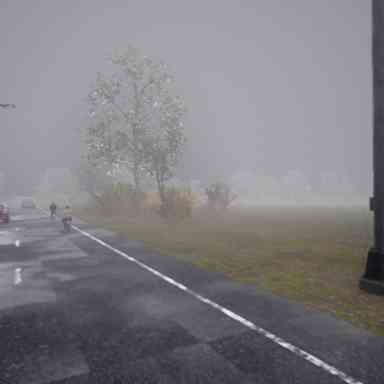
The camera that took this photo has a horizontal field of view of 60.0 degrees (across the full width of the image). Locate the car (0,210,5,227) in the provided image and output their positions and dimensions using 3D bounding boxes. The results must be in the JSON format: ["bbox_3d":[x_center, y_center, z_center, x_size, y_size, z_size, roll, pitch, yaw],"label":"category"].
[{"bbox_3d":[-8.231,1.659,12.155,2.128,1.511,4.902,0,0,-28],"label":"car"}]

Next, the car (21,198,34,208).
[{"bbox_3d":[-32.895,2.155,66.372,2.097,1.767,4.553,0,0,-28],"label":"car"}]

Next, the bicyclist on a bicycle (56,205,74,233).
[{"bbox_3d":[-7.590,1.653,20.263,0.866,1.612,1.509,0,0,-27],"label":"bicyclist on a bicycle"}]

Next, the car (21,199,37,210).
[{"bbox_3d":[-27.356,2.234,56.056,1.994,1.385,4.181,0,0,-28],"label":"car"}]

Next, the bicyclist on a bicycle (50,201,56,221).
[{"bbox_3d":[-11.837,1.687,28.395,0.659,1.776,1.843,0,0,-28],"label":"bicyclist on a bicycle"}]

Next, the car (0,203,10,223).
[{"bbox_3d":[-16.889,1.723,28.619,2.097,1.767,4.553,0,0,-28],"label":"car"}]
